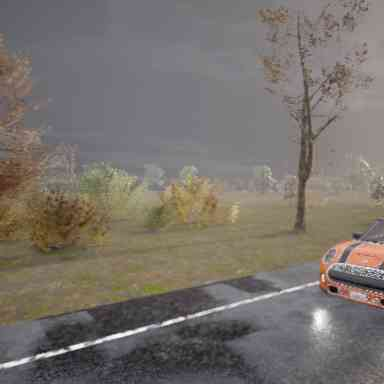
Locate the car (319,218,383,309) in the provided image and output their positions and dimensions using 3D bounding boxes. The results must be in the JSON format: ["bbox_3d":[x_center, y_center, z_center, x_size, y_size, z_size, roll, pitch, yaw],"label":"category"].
[{"bbox_3d":[4.918,1.350,7.495,4.553,1.767,2.097,0,0,-35],"label":"car"}]
